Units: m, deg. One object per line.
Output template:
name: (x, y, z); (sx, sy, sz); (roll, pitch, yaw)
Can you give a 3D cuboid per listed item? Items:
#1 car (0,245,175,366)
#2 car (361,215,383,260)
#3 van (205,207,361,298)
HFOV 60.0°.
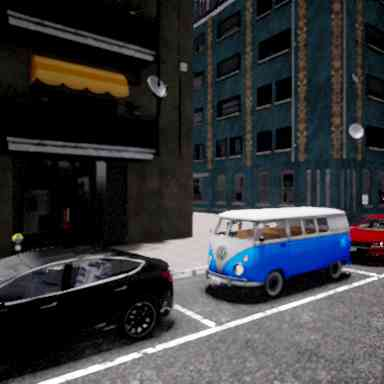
car: (-2.279, 1.562, 4.927); (4.313, 1.339, 1.947); (-1, 1, -36)
car: (6.696, 1.463, 11.367); (4.507, 1.381, 1.887); (0, 1, -36)
van: (2.209, 1.298, 8.145); (3.998, 1.788, 1.690); (0, 1, -36)
